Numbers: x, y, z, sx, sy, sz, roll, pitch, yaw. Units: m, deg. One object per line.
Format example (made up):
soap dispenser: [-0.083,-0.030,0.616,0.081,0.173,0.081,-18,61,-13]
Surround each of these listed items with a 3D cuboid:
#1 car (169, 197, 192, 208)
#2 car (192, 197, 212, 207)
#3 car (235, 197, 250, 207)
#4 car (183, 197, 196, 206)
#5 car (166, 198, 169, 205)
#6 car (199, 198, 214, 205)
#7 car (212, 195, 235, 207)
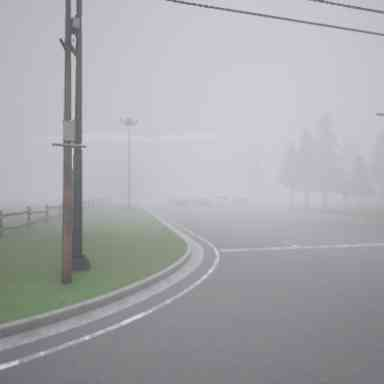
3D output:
car: [-1.956,1.791,55.523,2.128,1.511,4.902,0,0,-11]
car: [1.443,1.668,56.379,2.097,1.767,4.553,0,0,-11]
car: [8.322,1.697,57.678,2.097,1.767,4.553,0,0,-11]
car: [-0.568,1.869,66.400,1.837,1.490,4.892,0,0,-11]
car: [-4.000,1.827,65.712,1.882,1.535,5.008,0,0,-11]
car: [2.863,1.943,67.087,1.994,1.385,4.181,0,0,-11]
car: [4.938,1.551,56.753,2.150,2.045,5.566,0,0,-11]
